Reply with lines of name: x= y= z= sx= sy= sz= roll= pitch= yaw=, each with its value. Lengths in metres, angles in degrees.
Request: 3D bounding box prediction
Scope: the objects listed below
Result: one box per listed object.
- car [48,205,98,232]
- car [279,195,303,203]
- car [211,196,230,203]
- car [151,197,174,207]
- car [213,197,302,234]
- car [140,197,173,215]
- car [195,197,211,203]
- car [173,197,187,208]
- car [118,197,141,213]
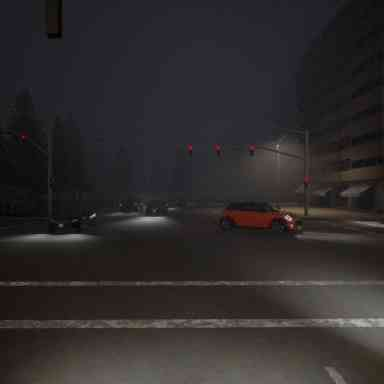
car: x=-7.076 y=1.559 z=20.299 sx=1.812 sy=1.442 sz=4.674 roll=0 pitch=0 yaw=0
car: x=21.923 y=1.525 z=73.615 sx=4.902 sy=1.511 sz=2.128 roll=0 pitch=0 yaw=-22
car: x=6.849 y=1.548 z=66.842 sx=2.033 sy=1.411 sz=5.357 roll=0 pitch=0 yaw=42
car: x=-4.639 y=1.526 z=53.189 sx=1.812 sy=1.442 sz=4.674 roll=0 pitch=0 yaw=19
car: x=3.891 y=1.366 z=19.188 sx=4.553 sy=1.767 sz=2.097 roll=0 pitch=0 yaw=32
car: x=-3.457 y=1.491 z=33.395 sx=2.128 sy=1.511 sz=4.902 roll=0 pitch=0 yaw=1
car: x=2.641 y=1.601 z=67.290 sx=1.895 sy=1.301 sz=4.718 roll=0 pitch=0 yaw=39
car: x=-2.147 y=1.492 z=49.155 sx=2.128 sy=1.511 sz=4.902 roll=0 pitch=0 yaw=14
car: x=-6.828 y=1.352 z=37.742 sx=2.097 sy=1.767 sz=4.553 roll=0 pitch=0 yaw=3
